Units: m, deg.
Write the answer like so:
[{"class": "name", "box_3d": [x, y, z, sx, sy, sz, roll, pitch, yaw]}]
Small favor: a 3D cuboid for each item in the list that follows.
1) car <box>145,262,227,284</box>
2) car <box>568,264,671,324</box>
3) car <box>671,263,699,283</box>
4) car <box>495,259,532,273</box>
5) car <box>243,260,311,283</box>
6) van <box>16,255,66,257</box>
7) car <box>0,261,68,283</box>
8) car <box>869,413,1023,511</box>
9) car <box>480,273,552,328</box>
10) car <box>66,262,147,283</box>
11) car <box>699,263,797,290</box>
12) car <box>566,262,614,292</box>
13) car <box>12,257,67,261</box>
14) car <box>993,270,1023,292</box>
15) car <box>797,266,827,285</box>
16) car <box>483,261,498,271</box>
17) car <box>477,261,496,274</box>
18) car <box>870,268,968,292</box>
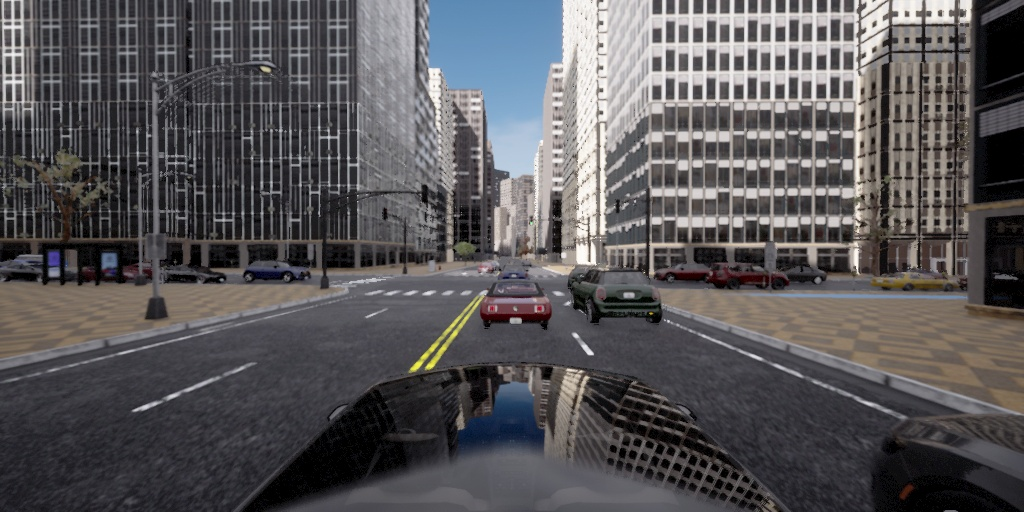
[{"class": "car", "box_3d": [-22.722, 1.311, 25.414, 4.313, 1.339, 1.948, 0, 0, 1]}, {"class": "car", "box_3d": [3.352, 1.157, 12.386, 2.097, 1.767, 4.553, 0, 0, 0]}, {"class": "car", "box_3d": [14.634, 1.368, 30.733, 4.553, 1.767, 2.097, 1, 1, 2]}, {"class": "car", "box_3d": [0.120, 1.299, 25.451, 2.097, 1.767, 4.553, 1, 1, 0]}, {"class": "car", "box_3d": [-18.223, 1.110, 27.996, 4.553, 1.767, 2.097, 1, 1, 2]}, {"class": "van", "box_3d": [-45.274, 0.793, 34.392, 3.998, 1.789, 1.690, 0, 0, 1]}, {"class": "car", "box_3d": [-34.087, 1.208, 25.726, 4.313, 1.339, 1.948, 0, 0, 1]}, {"class": "car", "box_3d": [3.346, 1.247, 0.389, 1.837, 1.490, 4.892, 0, -1, 0]}, {"class": "car", "box_3d": [0.101, 1.402, 11.529, 1.895, 1.301, 4.718, 0, 0, 0]}, {"class": "car", "box_3d": [-28.406, 1.276, 25.550, 4.207, 1.307, 1.802, 0, 0, 1]}, {"class": "car", "box_3d": [16.203, 1.406, 24.867, 5.009, 1.841, 2.192, 0, 0, 1]}, {"class": "car", "box_3d": [5.480, 1.333, 24.641, 2.097, 1.767, 4.553, 1, 0, 27]}, {"class": "car", "box_3d": [-38.478, 1.052, 28.457, 5.008, 1.535, 1.882, 1, 1, 1]}, {"class": "car", "box_3d": [33.121, 1.821, 24.569, 4.207, 1.307, 1.802, 0, 0, 1]}, {"class": "car", "box_3d": [23.879, 1.603, 30.512, 4.892, 1.490, 1.837, 0, 1, 1]}, {"class": "car", "box_3d": [-3.302, 1.564, 55.505, 2.033, 1.411, 5.357, 0, 0, 0]}, {"class": "car", "box_3d": [-3.311, 1.497, 45.818, 1.812, 1.442, 4.674, 0, 0, 0]}, {"class": "car", "box_3d": [27.651, 1.715, 24.665, 4.829, 1.417, 1.751, 0, 0, 1]}]
